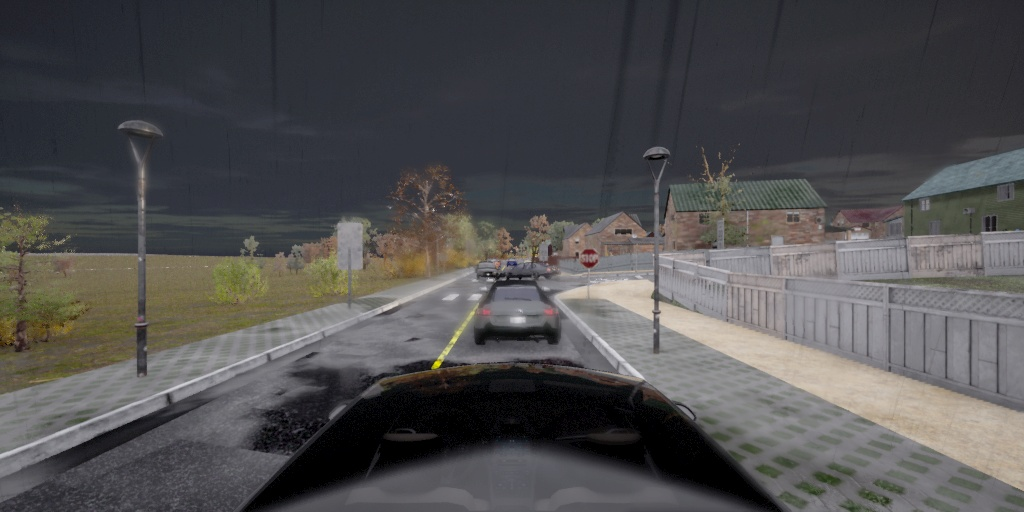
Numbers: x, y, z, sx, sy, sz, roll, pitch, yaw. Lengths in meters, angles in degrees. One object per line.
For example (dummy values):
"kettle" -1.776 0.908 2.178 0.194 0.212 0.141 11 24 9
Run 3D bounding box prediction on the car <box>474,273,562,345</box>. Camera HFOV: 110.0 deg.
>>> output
"car" 0.100 1.313 9.517 1.994 1.385 4.181 0 0 -1

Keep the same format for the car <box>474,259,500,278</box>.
"car" -2.258 1.257 31.442 1.837 1.490 4.892 0 0 -8

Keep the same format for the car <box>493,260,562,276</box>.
"car" 1.330 1.197 28.532 5.357 1.411 2.033 -4 -3 43

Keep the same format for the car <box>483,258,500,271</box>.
"car" -2.860 1.120 51.260 2.097 1.767 4.553 0 0 1

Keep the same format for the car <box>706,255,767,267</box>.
"car" 14.382 0.413 22.911 4.181 1.385 1.994 -3 0 16

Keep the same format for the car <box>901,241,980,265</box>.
"car" 23.883 -0.209 20.492 4.902 1.511 2.128 -3 0 14
